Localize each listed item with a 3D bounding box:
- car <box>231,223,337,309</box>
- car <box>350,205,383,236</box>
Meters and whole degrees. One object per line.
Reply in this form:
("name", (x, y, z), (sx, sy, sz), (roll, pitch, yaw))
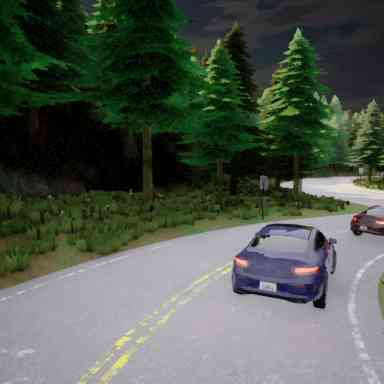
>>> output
("car", (2.357, 1.486, 7.971), (1.812, 1.442, 4.674), (2, 2, 26))
("car", (9.263, 1.337, 15.518), (4.674, 1.442, 1.812), (-1, 5, -34))
